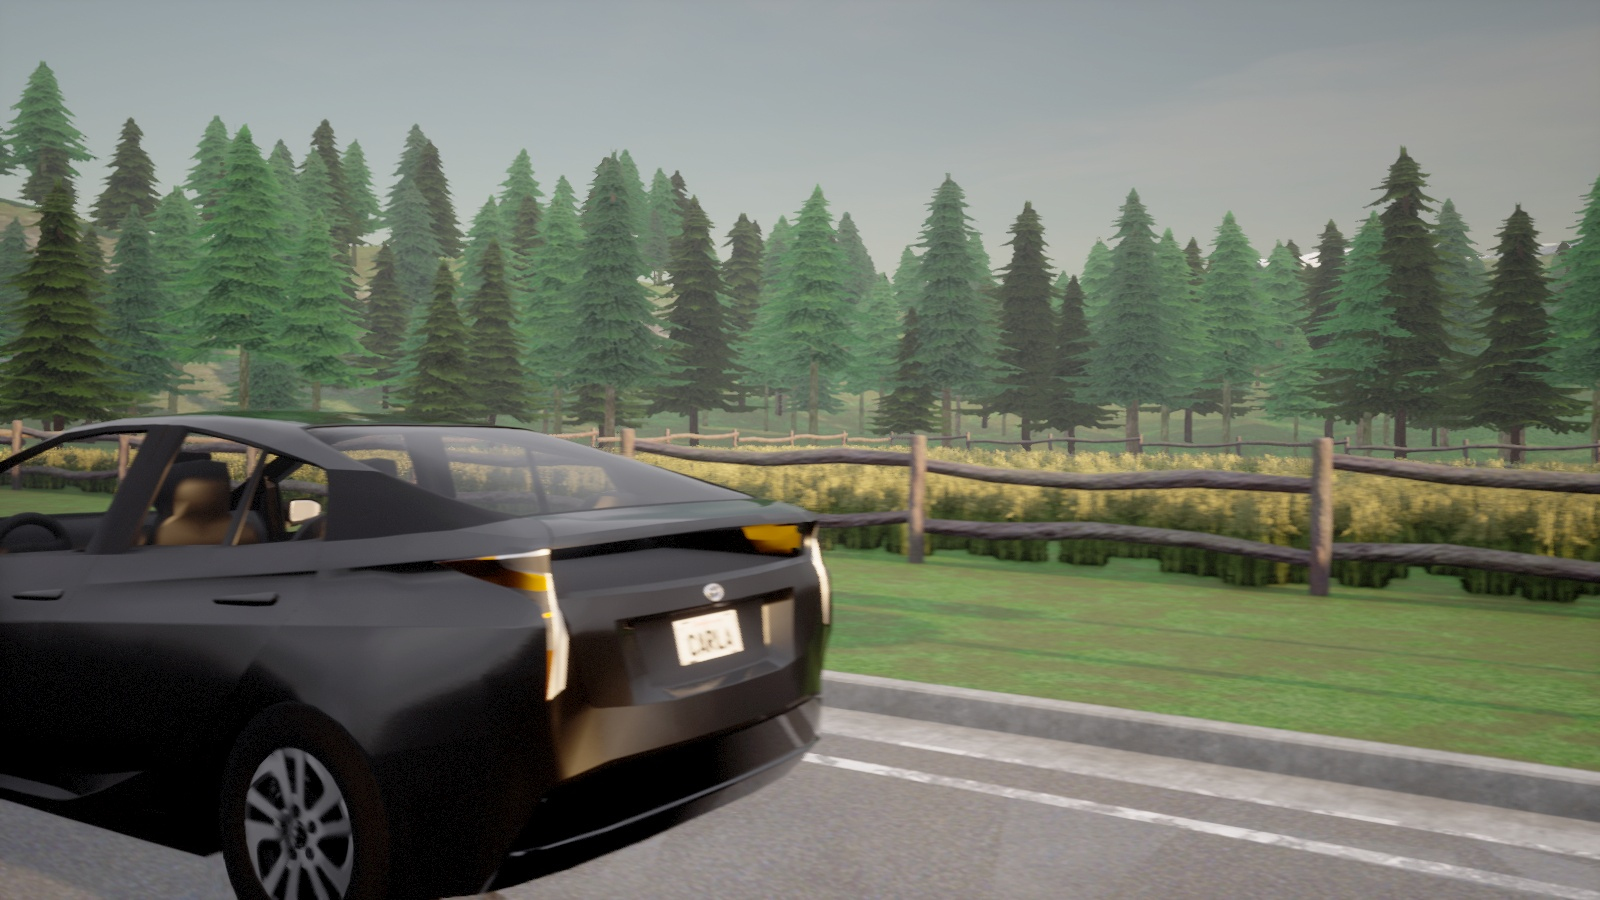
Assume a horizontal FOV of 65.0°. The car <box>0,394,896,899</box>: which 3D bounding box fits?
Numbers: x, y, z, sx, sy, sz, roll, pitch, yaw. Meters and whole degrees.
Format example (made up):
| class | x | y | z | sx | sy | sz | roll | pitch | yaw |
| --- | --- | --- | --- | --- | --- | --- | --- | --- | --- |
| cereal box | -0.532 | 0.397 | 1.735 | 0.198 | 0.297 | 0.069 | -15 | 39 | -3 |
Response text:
| class | x | y | z | sx | sy | sz | roll | pitch | yaw |
| --- | --- | --- | --- | --- | --- | --- | --- | --- | --- |
| car | -2.104 | 0.613 | 4.864 | 4.514 | 1.525 | 2.007 | 0 | 1 | 31 |
